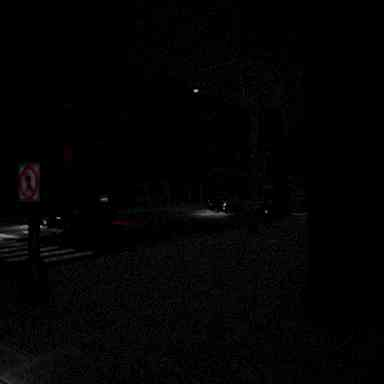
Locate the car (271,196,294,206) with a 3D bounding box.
[{"bbox_3d":[13.596,1.282,49.813,1.994,1.385,4.181,0,0,35],"label":"car"}]

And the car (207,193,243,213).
[{"bbox_3d":[3.756,1.236,36.060,2.097,1.767,4.553,0,0,35],"label":"car"}]

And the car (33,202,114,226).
[{"bbox_3d":[-8.481,1.510,24.385,2.033,1.411,5.357,0,0,35],"label":"car"}]

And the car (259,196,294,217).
[{"bbox_3d":[7.664,1.380,29.995,1.837,1.490,4.892,0,0,35],"label":"car"}]

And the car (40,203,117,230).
[{"bbox_3d":[-6.951,1.451,20.921,2.128,1.511,4.902,0,0,35],"label":"car"}]
